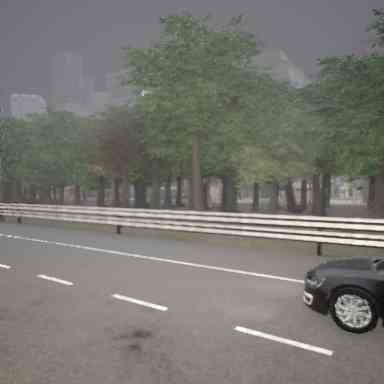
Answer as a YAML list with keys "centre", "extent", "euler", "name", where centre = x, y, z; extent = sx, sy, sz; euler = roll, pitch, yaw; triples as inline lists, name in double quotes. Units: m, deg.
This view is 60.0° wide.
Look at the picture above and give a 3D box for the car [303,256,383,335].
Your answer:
- centre: [4.263, 1.507, 5.128]
  extent: [4.892, 1.490, 1.837]
  euler: [0, 0, 35]
  name: "car"
